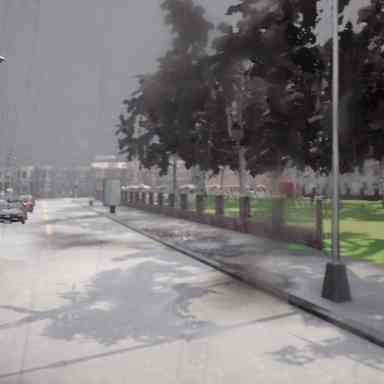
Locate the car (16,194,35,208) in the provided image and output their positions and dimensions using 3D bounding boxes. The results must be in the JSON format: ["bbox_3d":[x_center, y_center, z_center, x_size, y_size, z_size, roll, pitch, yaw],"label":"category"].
[{"bbox_3d":[-20.142,1.047,40.380,1.812,1.442,4.674,-1,1,-24],"label":"car"}]

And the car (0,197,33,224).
[{"bbox_3d":[-11.847,1.294,21.834,2.033,1.411,5.357,-1,1,-24],"label":"car"}]

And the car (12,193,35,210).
[{"bbox_3d":[-15.983,0.987,31.047,2.097,1.767,4.553,-1,1,-24],"label":"car"}]
